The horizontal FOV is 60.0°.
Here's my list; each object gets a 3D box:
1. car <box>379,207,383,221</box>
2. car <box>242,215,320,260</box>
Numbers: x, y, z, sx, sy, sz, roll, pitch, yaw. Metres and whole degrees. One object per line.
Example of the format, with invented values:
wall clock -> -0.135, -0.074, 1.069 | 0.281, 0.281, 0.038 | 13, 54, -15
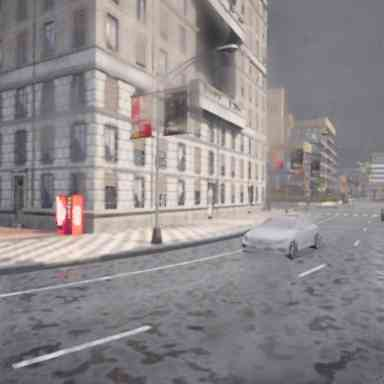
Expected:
car -> 18.503, 1.895, 30.667 | 2.128, 1.511, 4.902 | 0, -1, 30
car -> 3.737, 1.666, 13.359 | 1.812, 1.442, 4.674 | 0, -1, 36
